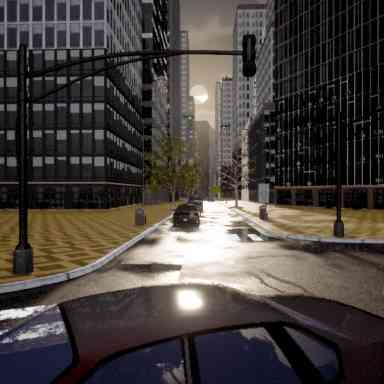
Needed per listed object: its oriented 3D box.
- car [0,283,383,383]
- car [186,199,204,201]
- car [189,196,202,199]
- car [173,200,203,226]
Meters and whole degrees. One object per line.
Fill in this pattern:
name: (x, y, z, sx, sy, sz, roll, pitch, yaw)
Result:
car: (-0.429, 1.561, 2.557, 5.357, 1.411, 2.033, 0, 0, -27)
car: (0.049, 1.777, 35.599, 1.812, 1.442, 4.674, 0, 0, 2)
car: (0.471, 1.554, 46.250, 2.150, 2.045, 5.566, 0, 0, 2)
car: (-0.358, 1.654, 25.387, 1.882, 1.535, 5.008, 0, 0, 2)
